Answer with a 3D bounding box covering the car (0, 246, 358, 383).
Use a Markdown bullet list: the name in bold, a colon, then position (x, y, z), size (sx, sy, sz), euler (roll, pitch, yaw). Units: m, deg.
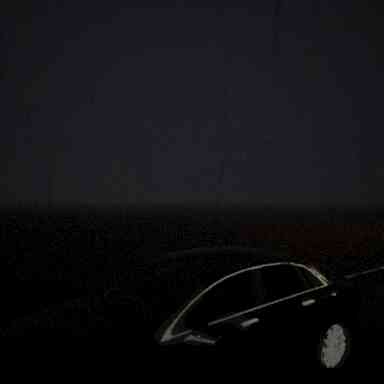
- **car**: position (0.124, 1.522, 4.086), size (4.892, 1.490, 1.837), euler (0, 0, -36)
